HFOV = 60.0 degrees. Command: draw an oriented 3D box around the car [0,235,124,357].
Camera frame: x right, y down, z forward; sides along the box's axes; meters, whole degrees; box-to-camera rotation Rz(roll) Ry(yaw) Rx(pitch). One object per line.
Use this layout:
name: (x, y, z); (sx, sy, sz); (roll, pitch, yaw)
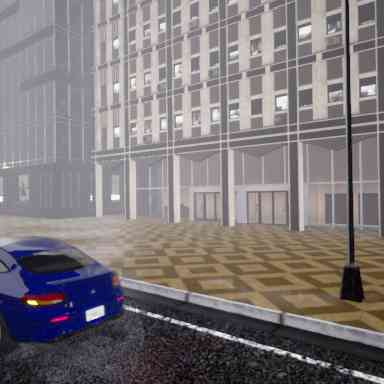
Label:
car: (-3.232, 1.530, 5.997); (4.674, 1.442, 1.812); (0, 0, 35)
